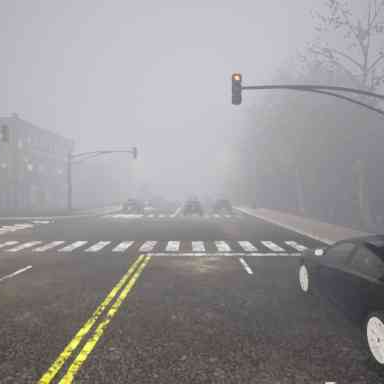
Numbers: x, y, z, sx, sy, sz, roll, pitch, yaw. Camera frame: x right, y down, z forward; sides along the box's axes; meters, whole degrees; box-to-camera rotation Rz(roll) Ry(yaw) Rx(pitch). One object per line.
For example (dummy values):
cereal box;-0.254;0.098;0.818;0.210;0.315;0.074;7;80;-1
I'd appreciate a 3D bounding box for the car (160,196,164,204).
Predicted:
car;-6.499;1.454;65.036;1.882;1.535;5.008;0;0;1

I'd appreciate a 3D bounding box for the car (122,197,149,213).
car;-6.571;1.480;37.630;2.128;1.511;4.902;0;0;0

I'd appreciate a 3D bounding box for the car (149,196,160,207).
car;-6.557;1.475;50.139;2.128;1.511;4.902;0;0;0

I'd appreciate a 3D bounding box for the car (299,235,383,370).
car;3.345;1.477;5.677;1.882;1.535;5.008;0;0;1

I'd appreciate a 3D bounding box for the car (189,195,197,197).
car;0.132;1.331;59.116;2.097;1.767;4.553;0;0;0

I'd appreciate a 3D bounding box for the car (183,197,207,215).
car;0.117;1.538;33.639;2.033;1.411;5.357;0;0;0

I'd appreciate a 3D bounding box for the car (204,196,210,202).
car;3.284;1.467;68.508;2.128;1.511;4.902;0;0;0

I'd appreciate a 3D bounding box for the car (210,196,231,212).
car;3.370;1.494;37.801;1.837;1.490;4.892;0;0;0
